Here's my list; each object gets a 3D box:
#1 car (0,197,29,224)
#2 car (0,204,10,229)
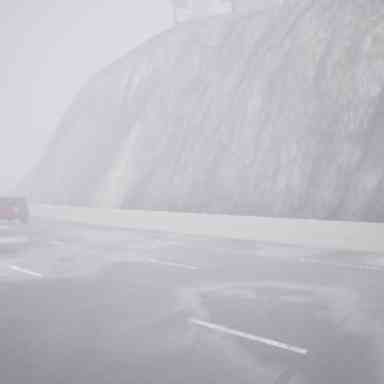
[{"bbox_3d":[-14.332,1.373,25.420,2.150,2.045,5.566,1,0,-45],"label":"car"},{"bbox_3d":[-12.539,1.592,18.960,4.902,1.511,2.128,0,-1,43],"label":"car"}]
